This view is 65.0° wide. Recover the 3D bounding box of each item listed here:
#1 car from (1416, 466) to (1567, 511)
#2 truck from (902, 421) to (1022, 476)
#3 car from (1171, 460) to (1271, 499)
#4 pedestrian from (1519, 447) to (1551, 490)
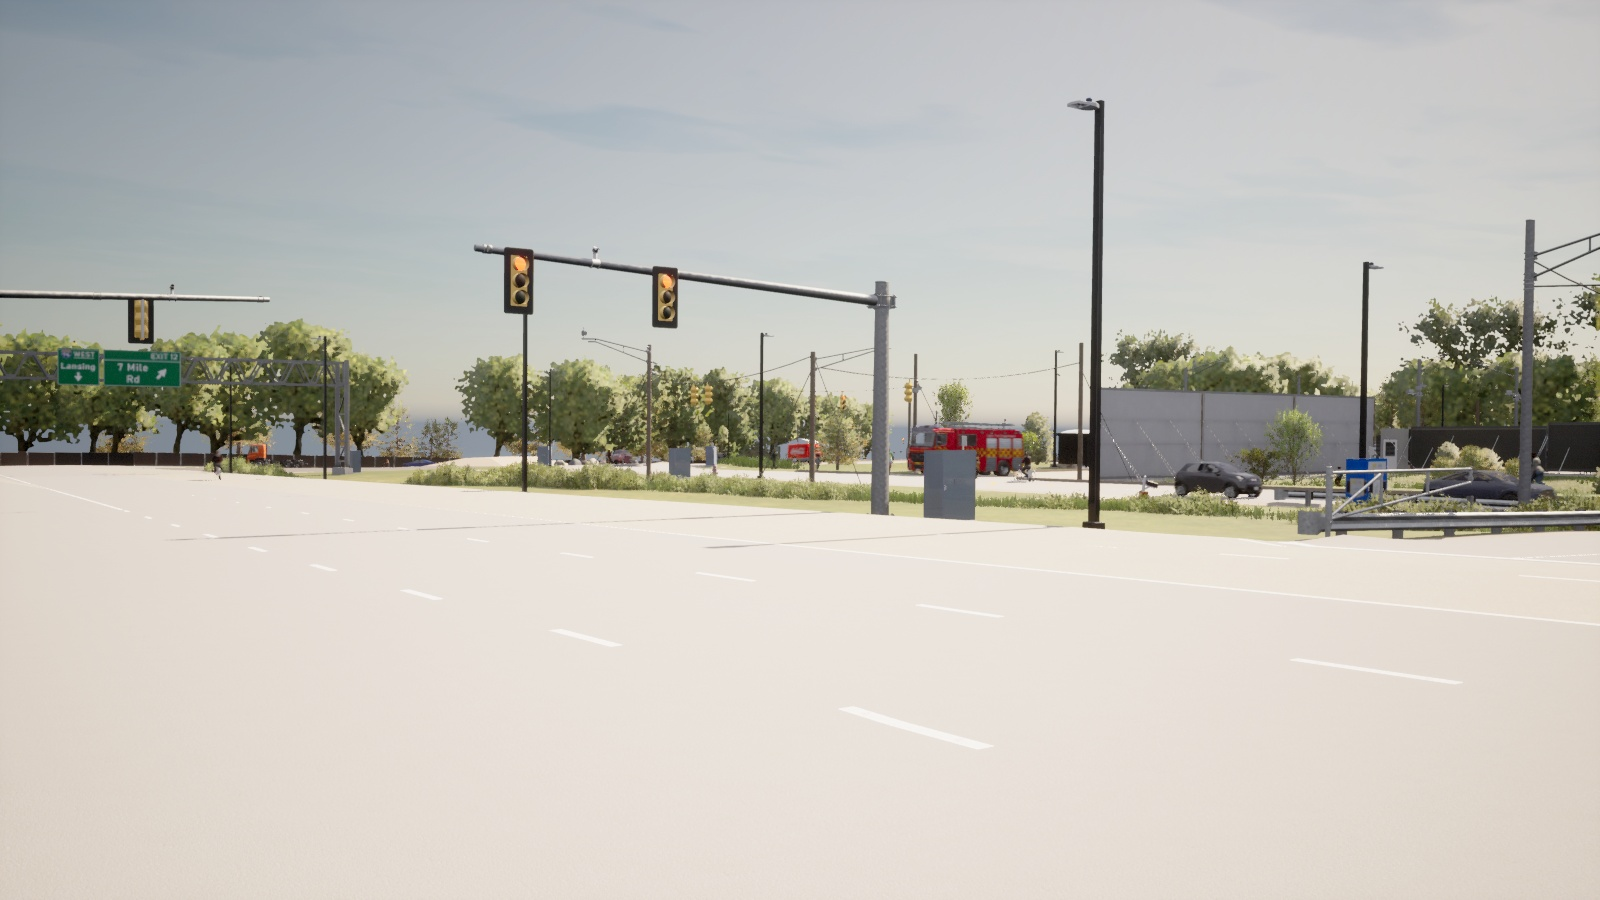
[{"bbox_3d":[24.087,1.298,43.875,1.994,1.385,4.181,-1,1,-35],"label":"car"},{"bbox_3d":[11.625,-0.099,89.760,8.468,3.827,2.891,1,1,-31],"label":"truck"},{"bbox_3d":[17.778,1.213,53.114,1.845,1.501,3.633,-1,1,-34],"label":"car"},{"bbox_3d":[32.239,0.814,55.116,0.874,1.855,0.900,-1,1,-34],"label":"pedestrian"}]
